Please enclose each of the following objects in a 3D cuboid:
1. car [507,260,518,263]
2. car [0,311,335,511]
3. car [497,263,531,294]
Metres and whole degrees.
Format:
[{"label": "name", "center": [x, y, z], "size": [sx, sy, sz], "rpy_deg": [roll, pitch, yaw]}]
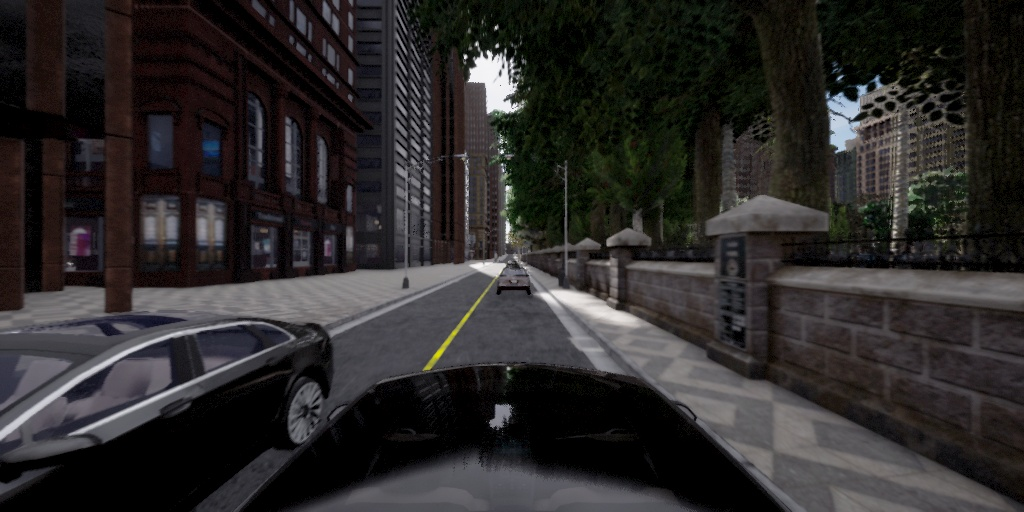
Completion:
[{"label": "car", "center": [0.106, 1.332, 48.359], "size": [1.837, 1.490, 4.892], "rpy_deg": [0, 0, 0]}, {"label": "car", "center": [-3.086, 1.241, 2.416], "size": [2.128, 1.511, 4.902], "rpy_deg": [0, 0, 1]}, {"label": "car", "center": [0.099, 1.325, 20.402], "size": [2.033, 1.411, 5.357], "rpy_deg": [0, 0, 0]}]
